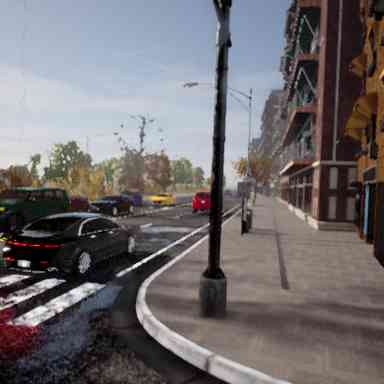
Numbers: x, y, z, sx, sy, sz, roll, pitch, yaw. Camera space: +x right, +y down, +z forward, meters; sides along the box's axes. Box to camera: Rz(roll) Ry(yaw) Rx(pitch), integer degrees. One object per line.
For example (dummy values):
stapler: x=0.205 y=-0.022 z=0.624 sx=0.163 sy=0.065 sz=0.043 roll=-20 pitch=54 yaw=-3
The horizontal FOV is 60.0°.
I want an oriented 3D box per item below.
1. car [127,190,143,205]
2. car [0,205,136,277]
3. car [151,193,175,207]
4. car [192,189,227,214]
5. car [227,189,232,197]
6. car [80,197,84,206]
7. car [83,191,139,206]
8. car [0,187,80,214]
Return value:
car: x=-7.140 y=0.623 z=37.425 sx=2.097 sy=1.767 sz=4.553 roll=2 pitch=1 yaw=12
car: x=-3.281 y=1.385 z=10.009 sx=1.837 sy=1.490 sz=4.892 roll=3 pitch=1 yaw=13
car: x=-3.360 y=0.862 z=39.556 sx=1.882 sy=1.535 sz=5.008 roll=2 pitch=1 yaw=12
car: x=1.535 y=0.937 z=30.977 sx=2.150 sy=2.045 sz=5.566 roll=2 pitch=1 yaw=12
car: x=10.100 y=0.294 z=93.819 sx=2.150 sy=2.045 sz=5.566 roll=2 pitch=1 yaw=9
car: x=-9.701 y=0.925 z=25.870 sx=1.994 sy=1.385 sz=4.181 roll=2 pitch=1 yaw=13
car: x=-6.243 y=0.964 z=26.449 sx=1.882 sy=1.535 sz=5.008 roll=2 pitch=1 yaw=13
car: x=-8.416 y=0.782 z=16.805 sx=2.150 sy=2.045 sz=5.566 roll=2 pitch=1 yaw=15
